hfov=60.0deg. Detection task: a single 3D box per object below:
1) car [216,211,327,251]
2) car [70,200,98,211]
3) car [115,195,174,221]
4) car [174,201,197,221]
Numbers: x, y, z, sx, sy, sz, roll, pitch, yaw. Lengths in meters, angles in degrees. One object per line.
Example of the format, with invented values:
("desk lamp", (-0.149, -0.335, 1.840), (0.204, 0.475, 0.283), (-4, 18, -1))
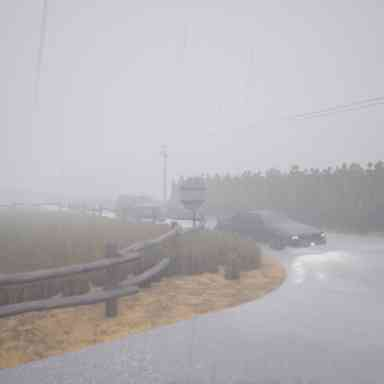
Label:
("car", (3.107, 1.539, 14.513), (2.033, 1.411, 5.357), (0, 0, -30))
("car", (-11.895, 1.592, 36.353), (1.895, 1.301, 4.718), (0, 0, -35))
("car", (-3.960, 1.214, 25.157), (2.150, 2.045, 5.566), (0, 0, -36))
("car", (-1.507, 1.481, 27.561), (2.128, 1.511, 4.902), (0, 0, -35))
